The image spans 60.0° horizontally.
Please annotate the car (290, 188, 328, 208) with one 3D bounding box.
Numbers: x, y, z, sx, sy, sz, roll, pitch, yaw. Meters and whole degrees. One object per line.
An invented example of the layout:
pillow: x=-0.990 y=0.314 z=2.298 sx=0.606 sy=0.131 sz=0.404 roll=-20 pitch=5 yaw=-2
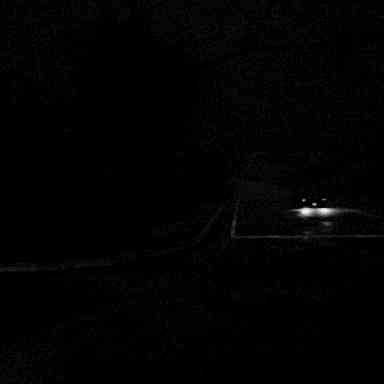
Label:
car: x=8.606 y=0.402 z=25.002 sx=2.033 sy=1.411 sz=5.357 roll=-2 pitch=1 yaw=8
